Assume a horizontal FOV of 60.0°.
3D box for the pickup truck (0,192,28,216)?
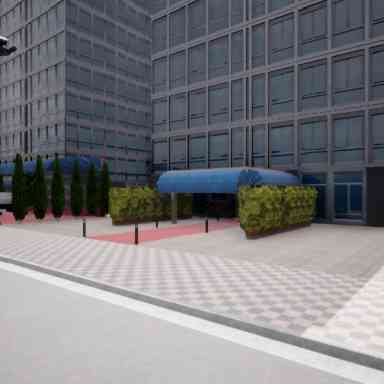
[{"bbox_3d":[-15.317,1.059,27.938,2.390,2.098,6.274,0,0,-22],"label":"pickup truck"}]
